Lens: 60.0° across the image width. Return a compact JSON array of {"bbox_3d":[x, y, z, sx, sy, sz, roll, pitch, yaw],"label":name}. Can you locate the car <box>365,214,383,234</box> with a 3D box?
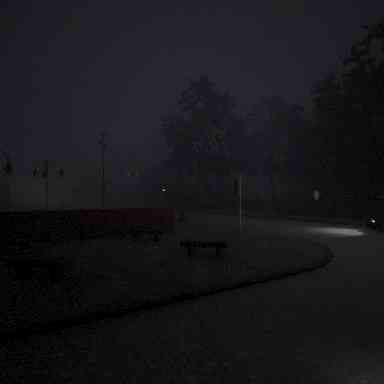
[{"bbox_3d":[11.955,1.526,17.864,4.674,1.442,1.812,0,1,24],"label":"car"}]
